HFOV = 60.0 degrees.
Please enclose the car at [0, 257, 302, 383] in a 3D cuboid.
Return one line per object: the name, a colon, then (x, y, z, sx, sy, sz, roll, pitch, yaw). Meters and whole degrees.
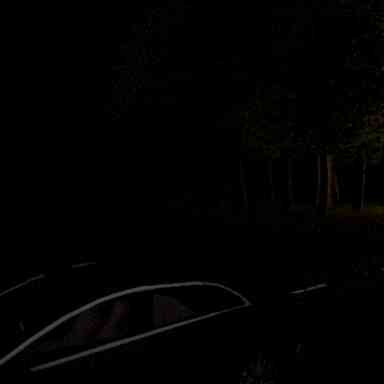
car: (-1.008, 1.504, 3.256, 4.902, 1.511, 2.128, 0, 0, -35)
